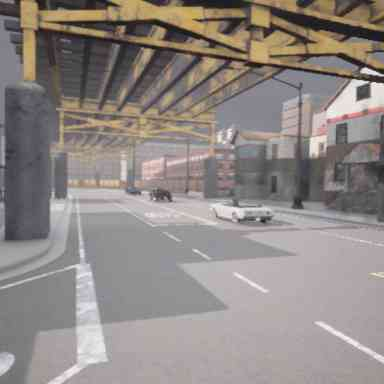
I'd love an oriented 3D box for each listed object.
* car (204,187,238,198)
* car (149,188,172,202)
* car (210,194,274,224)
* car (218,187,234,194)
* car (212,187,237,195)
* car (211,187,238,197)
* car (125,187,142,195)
[{"bbox_3d":[4.481,0.002,51.344,4.974,1.542,2.038,1,2,11],"label":"car"},{"bbox_3d":[-3.637,0.313,37.816,1.837,1.490,4.892,0,2,-19],"label":"car"},{"bbox_3d":[2.744,1.058,19.574,1.895,1.301,4.718,0,2,-19],"label":"car"},{"bbox_3d":[4.535,-0.155,51.330,4.536,1.218,1.853,1,2,11],"label":"car"},{"bbox_3d":[5.479,-0.246,54.983,1.853,1.218,4.536,2,2,41],"label":"car"},{"bbox_3d":[5.442,-0.088,54.948,2.038,1.542,4.974,2,2,41],"label":"car"},{"bbox_3d":[-9.709,-0.186,54.390,1.895,1.301,4.718,0,2,-23],"label":"car"}]
